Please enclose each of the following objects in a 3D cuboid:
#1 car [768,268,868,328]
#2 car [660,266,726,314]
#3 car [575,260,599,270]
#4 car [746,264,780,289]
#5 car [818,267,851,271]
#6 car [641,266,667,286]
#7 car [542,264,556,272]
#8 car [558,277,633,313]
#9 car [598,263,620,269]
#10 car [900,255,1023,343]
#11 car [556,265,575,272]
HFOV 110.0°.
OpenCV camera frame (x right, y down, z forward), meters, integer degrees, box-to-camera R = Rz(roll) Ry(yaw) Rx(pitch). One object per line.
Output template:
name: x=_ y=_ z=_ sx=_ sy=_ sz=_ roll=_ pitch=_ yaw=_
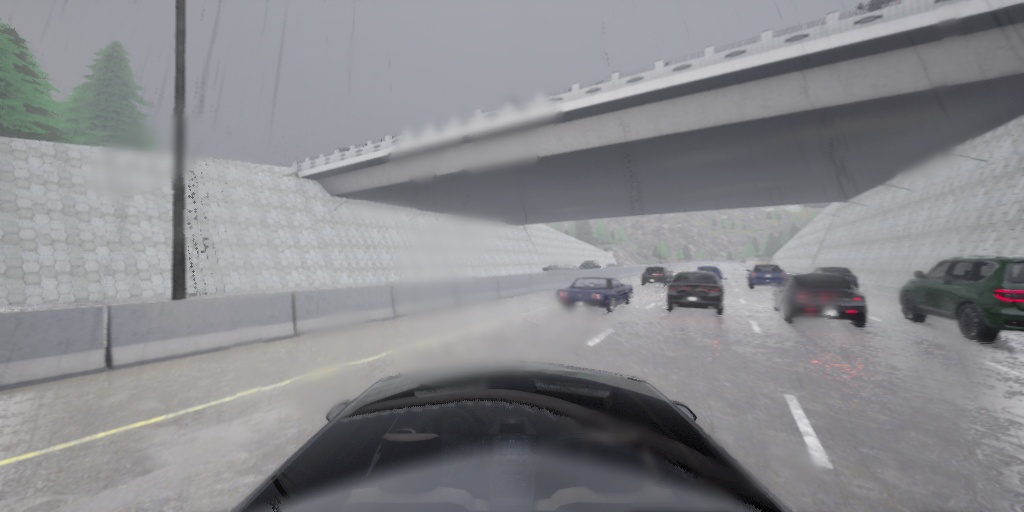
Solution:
car: x=10.031 y=1.338 z=11.980 sx=1.837 sy=1.490 sz=4.892 roll=-1 pitch=-1 yaw=31
car: x=7.598 y=1.360 z=14.736 sx=1.882 sy=1.535 sz=5.008 roll=-1 pitch=-1 yaw=31
car: x=12.617 y=1.663 z=58.278 sx=2.150 sy=2.045 sz=5.566 roll=-1 pitch=-1 yaw=31
car: x=17.528 y=1.314 z=24.842 sx=2.097 sy=1.767 sz=4.553 roll=-1 pitch=-1 yaw=31
car: x=20.614 y=1.429 z=23.180 sx=1.837 sy=1.490 sz=4.892 roll=-1 pitch=-1 yaw=31
car: x=11.541 y=1.552 z=28.466 sx=1.837 sy=1.490 sz=4.892 roll=-1 pitch=-1 yaw=31
car: x=7.024 y=2.131 z=62.513 sx=1.895 sy=1.301 sz=4.718 roll=-1 pitch=-1 yaw=31
car: x=3.659 y=1.509 z=14.959 sx=1.895 sy=1.301 sz=4.718 roll=-1 pitch=-1 yaw=31
car: x=15.678 y=1.906 z=56.581 sx=1.837 sy=1.490 sz=4.892 roll=-1 pitch=-1 yaw=31
car: x=12.455 y=1.004 z=9.222 sx=2.150 sy=2.045 sz=5.566 roll=-1 pitch=-1 yaw=31
car: x=9.627 y=2.083 z=60.074 sx=1.895 sy=1.301 sz=4.718 roll=-1 pitch=-1 yaw=31
